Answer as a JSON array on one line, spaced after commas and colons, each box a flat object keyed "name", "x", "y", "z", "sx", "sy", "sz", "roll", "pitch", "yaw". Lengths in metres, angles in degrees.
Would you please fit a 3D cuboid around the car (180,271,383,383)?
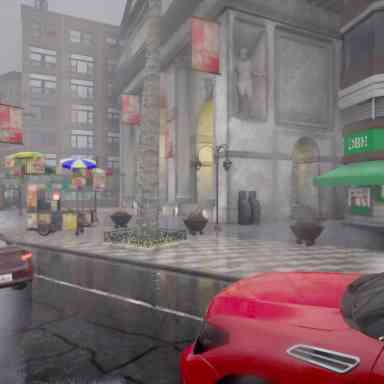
[{"name": "car", "x": 2.536, "y": 1.221, "z": 2.081, "sx": 5.566, "sy": 2.045, "sz": 2.150, "roll": 0, "pitch": 0, "yaw": 36}]

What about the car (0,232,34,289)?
[{"name": "car", "x": -5.544, "y": 1.526, "z": 7.821, "sx": 4.674, "sy": 1.442, "sz": 1.812, "roll": 0, "pitch": 0, "yaw": 35}]
